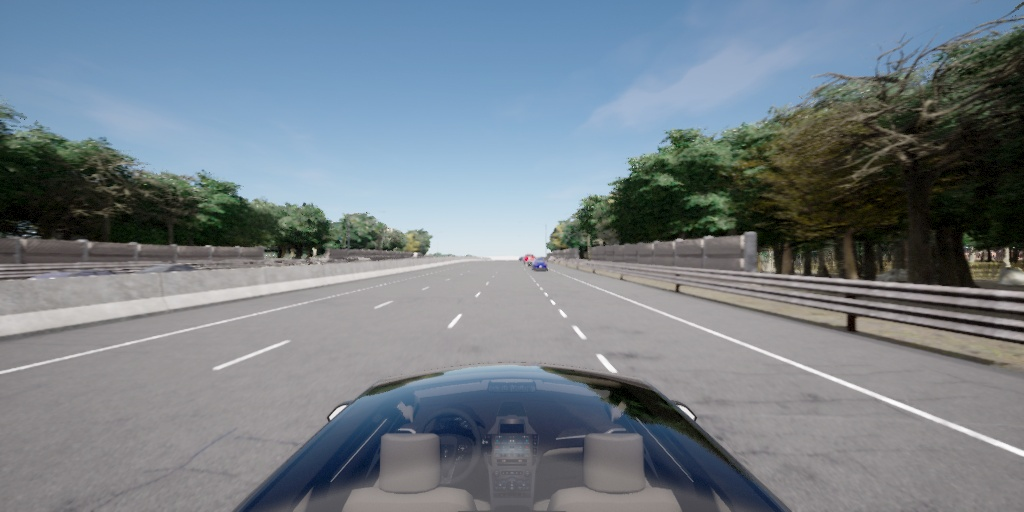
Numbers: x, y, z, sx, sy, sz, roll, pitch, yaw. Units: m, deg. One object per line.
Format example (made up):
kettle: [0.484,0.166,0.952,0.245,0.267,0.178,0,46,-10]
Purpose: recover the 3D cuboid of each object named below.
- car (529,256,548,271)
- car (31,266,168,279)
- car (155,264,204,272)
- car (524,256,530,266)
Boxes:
car: [3.511,1.118,46.070,1.812,1.442,4.674,0,0,0]
car: [-17.539,1.283,14.407,2.033,1.411,5.357,0,0,1]
car: [-20.988,1.239,21.738,1.812,1.442,4.674,0,0,-1]
car: [3.513,1.079,60.303,1.895,1.301,4.718,0,1,0]
